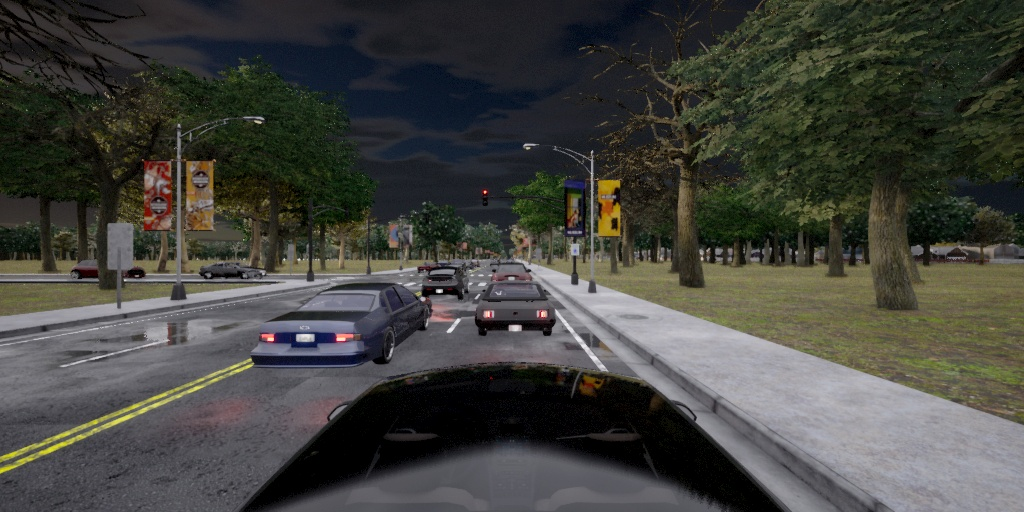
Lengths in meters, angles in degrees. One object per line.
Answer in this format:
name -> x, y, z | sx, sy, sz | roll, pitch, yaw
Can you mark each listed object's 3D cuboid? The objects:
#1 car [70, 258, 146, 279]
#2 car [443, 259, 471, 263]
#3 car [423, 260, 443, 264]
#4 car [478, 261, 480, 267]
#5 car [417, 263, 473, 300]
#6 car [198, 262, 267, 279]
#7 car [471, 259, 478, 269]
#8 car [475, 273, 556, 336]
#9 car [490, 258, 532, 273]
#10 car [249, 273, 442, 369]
car -> -33.323, 1.073, 29.703 | 4.553, 1.767, 2.097 | 0, 0, 0
car -> -6.791, 1.258, 44.876 | 2.128, 1.511, 4.902 | 0, 0, 0
car -> -10.036, 1.366, 43.386 | 1.895, 1.301, 4.718 | 0, 0, 0
car -> -6.845, 1.312, 64.448 | 1.812, 1.442, 4.674 | 0, 0, 0
car -> -3.198, 1.258, 17.822 | 1.837, 1.490, 4.892 | 0, 0, -2
car -> -23.066, 1.225, 29.744 | 4.902, 1.511, 2.128 | 0, 0, 0
car -> -6.831, 1.265, 54.213 | 2.128, 1.511, 4.902 | 0, 0, 0
car -> 0.067, 1.352, 10.362 | 1.895, 1.301, 4.718 | 0, 0, 0
car -> -0.014, 1.106, 19.348 | 2.097, 1.767, 4.553 | 0, 0, 0
car -> -3.172, 1.298, 7.988 | 2.033, 1.411, 5.357 | 0, 0, 0
